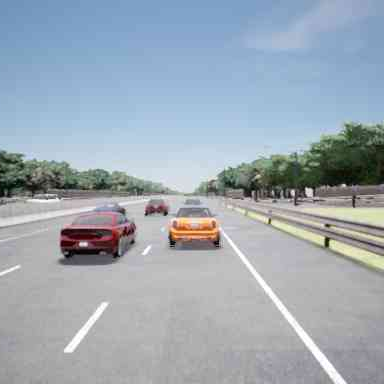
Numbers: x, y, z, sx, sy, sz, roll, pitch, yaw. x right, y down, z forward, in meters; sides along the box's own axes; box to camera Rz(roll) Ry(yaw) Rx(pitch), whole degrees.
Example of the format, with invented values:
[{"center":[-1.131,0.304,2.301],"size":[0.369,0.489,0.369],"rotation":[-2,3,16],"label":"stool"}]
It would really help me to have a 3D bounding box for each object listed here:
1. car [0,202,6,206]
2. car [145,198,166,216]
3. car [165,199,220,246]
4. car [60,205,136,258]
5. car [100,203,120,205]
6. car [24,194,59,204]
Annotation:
[{"center":[-21.100,1.537,33.953],"size":[1.882,1.535,5.008],"rotation":[0,0,0],"label":"car"},{"center":[-3.407,1.412,33.511],"size":[2.097,1.767,4.553],"rotation":[0,0,0],"label":"car"},{"center":[0.097,1.372,15.441],"size":[2.097,1.767,4.553],"rotation":[0,0,0],"label":"car"},{"center":[-3.403,1.493,12.909],"size":[1.882,1.535,5.008],"rotation":[0,0,0],"label":"car"},{"center":[-6.906,1.593,28.164],"size":[2.033,1.411,5.357],"rotation":[0,0,0],"label":"car"},{"center":[-17.596,1.298,39.274],"size":[2.150,2.045,5.566],"rotation":[0,0,0],"label":"car"}]
